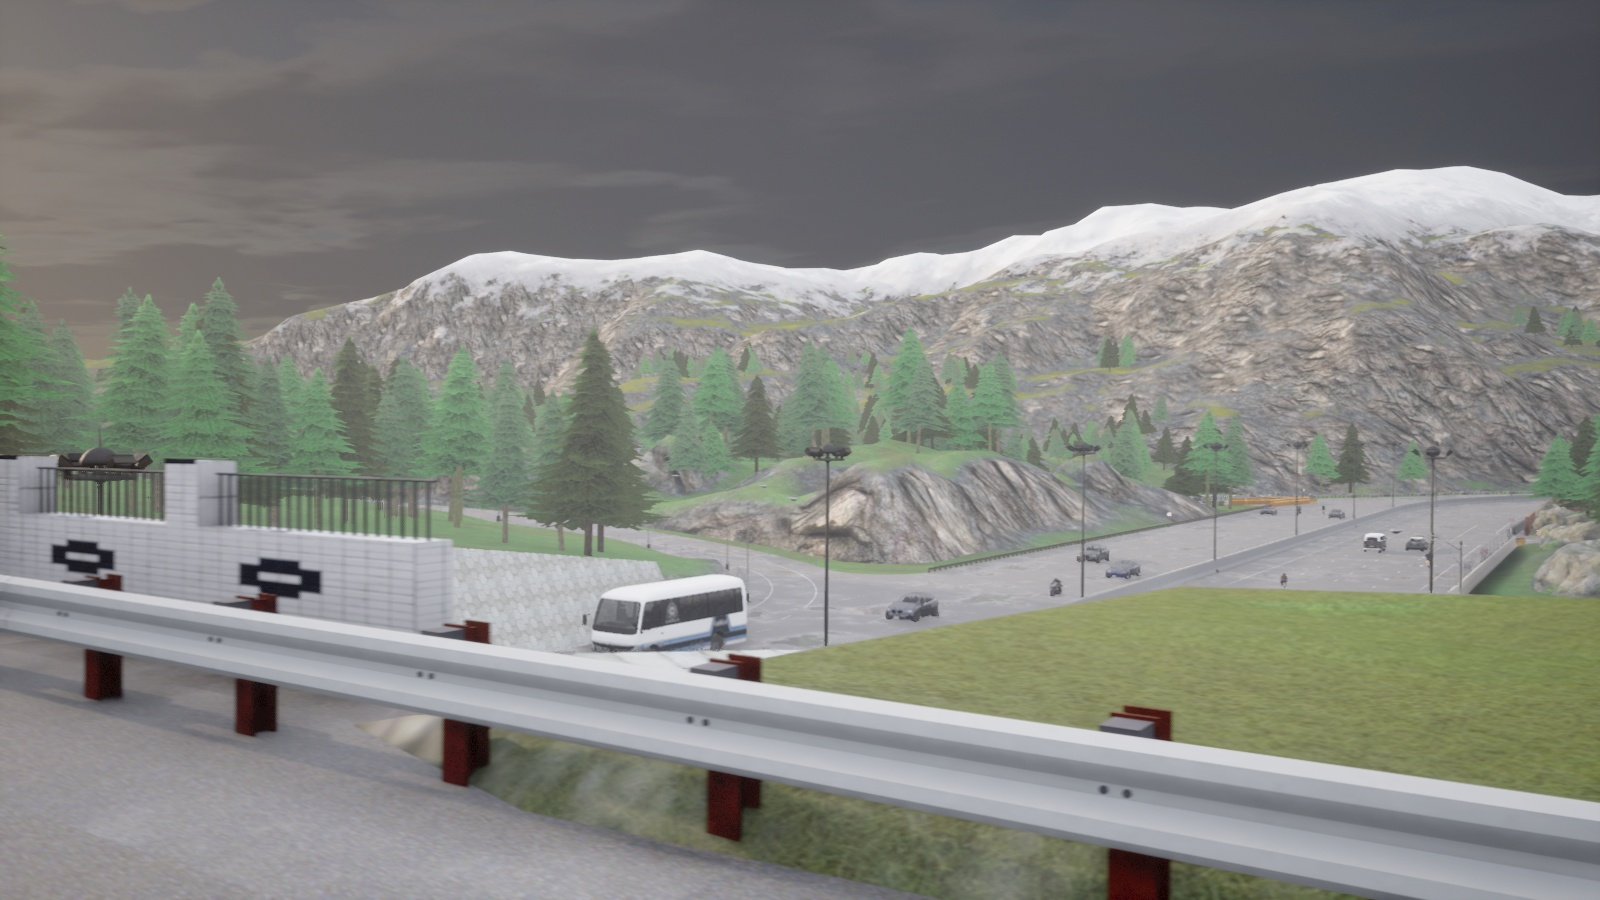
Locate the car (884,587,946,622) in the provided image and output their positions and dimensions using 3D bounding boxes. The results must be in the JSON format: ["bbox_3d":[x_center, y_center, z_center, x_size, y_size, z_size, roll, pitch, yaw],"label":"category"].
[{"bbox_3d":[7.769,10.362,84.720,2.242,1.667,4.611,0,1,33],"label":"car"}]

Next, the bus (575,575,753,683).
[{"bbox_3d":[-7.155,9.503,68.264,3.944,4.253,10.273,0,1,33],"label":"bus"}]
